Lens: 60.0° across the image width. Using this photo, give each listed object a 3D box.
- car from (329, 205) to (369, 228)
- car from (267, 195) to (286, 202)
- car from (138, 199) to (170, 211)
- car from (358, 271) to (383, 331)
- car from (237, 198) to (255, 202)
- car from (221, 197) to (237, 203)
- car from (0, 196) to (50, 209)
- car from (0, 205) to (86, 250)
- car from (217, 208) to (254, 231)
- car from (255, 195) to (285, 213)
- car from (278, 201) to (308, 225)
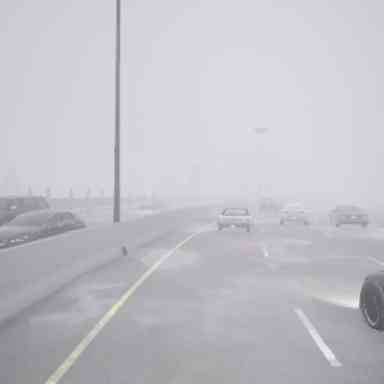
[{"bbox_3d":[10.494,1.574,22.530,2.033,1.411,5.357,0,0,16],"label":"car"},{"bbox_3d":[19.355,1.445,76.100,4.892,1.490,1.837,0,-1,-42],"label":"car"},{"bbox_3d":[-4.727,1.599,42.189,2.033,1.411,5.357,0,0,24],"label":"car"},{"bbox_3d":[3.880,1.580,4.211,1.994,1.385,4.181,0,0,3],"label":"car"},{"bbox_3d":[9.502,1.635,53.511,1.812,1.442,4.674,0,0,34],"label":"car"},{"bbox_3d":[6.658,1.596,55.572,1.882,1.535,5.008,0,0,34],"label":"car"},{"bbox_3d":[-9.032,1.202,16.105,2.150,2.045,5.566,0,0,10],"label":"car"},{"bbox_3d":[-5.938,1.491,13.089,1.837,1.490,4.892,0,0,9],"label":"car"},{"bbox_3d":[2.807,1.614,20.686,1.895,1.301,4.718,0,0,13],"label":"car"},{"bbox_3d":[9.191,1.402,38.418,2.097,1.767,4.553,0,0,25],"label":"car"},{"bbox_3d":[7.543,1.549,24.667,1.812,1.442,4.674,0,0,17],"label":"car"}]
